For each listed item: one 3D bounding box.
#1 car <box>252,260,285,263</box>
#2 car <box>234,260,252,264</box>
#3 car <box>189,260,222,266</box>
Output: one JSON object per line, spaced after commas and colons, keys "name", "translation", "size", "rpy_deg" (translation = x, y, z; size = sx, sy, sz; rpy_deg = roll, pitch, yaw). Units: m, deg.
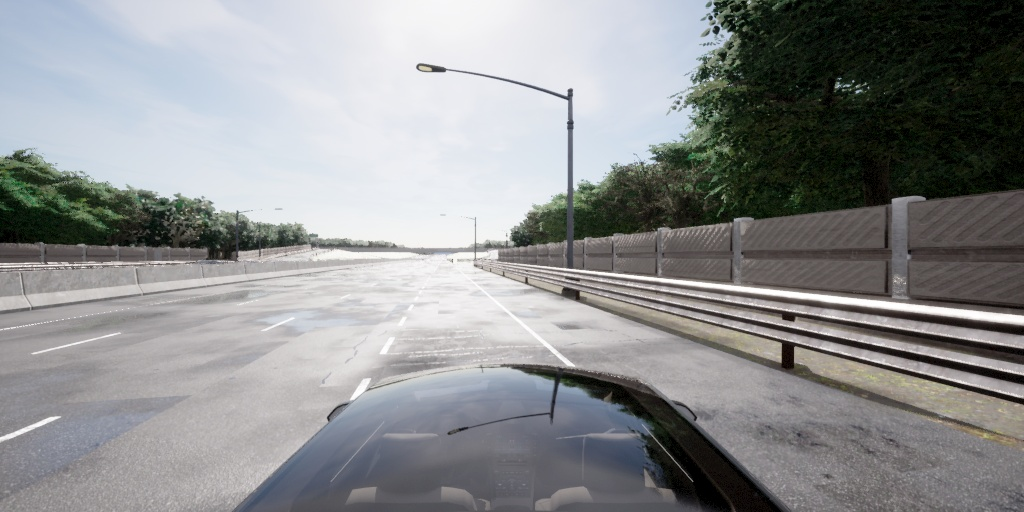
{"name": "car", "translation": [-29.503, 1.280, 44.577], "size": [2.128, 1.511, 4.902], "rpy_deg": [0, 0, -11]}
{"name": "car", "translation": [-37.794, 1.291, 50.924], "size": [2.128, 1.511, 4.902], "rpy_deg": [0, 0, -10]}
{"name": "car", "translation": [-40.775, 1.300, 47.758], "size": [1.837, 1.490, 4.892], "rpy_deg": [0, -1, -10]}
